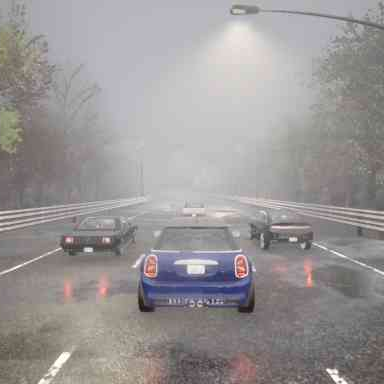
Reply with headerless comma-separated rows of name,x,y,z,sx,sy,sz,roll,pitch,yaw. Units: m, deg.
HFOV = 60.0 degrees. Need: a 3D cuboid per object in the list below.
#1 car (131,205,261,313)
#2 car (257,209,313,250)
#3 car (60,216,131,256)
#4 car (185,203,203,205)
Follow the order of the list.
car,0.113,1.350,7.837,2.097,1.767,4.553,0,0,1
car,3.634,1.486,14.325,2.128,1.511,4.902,0,0,0
car,-3.369,1.596,13.072,1.895,1.301,4.718,0,0,0
car,0.171,1.581,29.111,1.895,1.301,4.718,0,0,0
